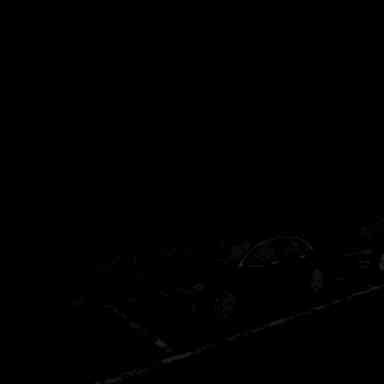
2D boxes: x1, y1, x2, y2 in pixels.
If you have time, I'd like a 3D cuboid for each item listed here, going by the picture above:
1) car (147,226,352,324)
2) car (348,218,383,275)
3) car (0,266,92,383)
[{"bbox_3d":[1.177,1.528,7.025,4.403,1.369,2.008,0,0,-35],"label":"car"},{"bbox_3d":[5.670,1.503,10.229,4.403,1.369,2.008,0,0,-35],"label":"car"},{"bbox_3d":[-3.317,1.585,3.822,4.206,1.307,1.802,0,0,-35],"label":"car"}]
